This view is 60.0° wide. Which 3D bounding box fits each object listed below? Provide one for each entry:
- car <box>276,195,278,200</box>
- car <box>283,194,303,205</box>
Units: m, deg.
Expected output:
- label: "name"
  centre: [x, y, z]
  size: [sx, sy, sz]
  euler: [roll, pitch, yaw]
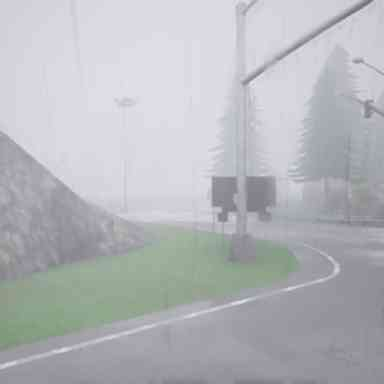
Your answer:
- label: "car"
  centre: [18.664, 1.184, 80.157]
  size: [4.892, 1.490, 1.837]
  euler: [0, 0, -36]
- label: "car"
  centre: [16.489, 1.130, 52.626]
  size: [4.553, 1.767, 2.097]
  euler: [0, 0, -36]
